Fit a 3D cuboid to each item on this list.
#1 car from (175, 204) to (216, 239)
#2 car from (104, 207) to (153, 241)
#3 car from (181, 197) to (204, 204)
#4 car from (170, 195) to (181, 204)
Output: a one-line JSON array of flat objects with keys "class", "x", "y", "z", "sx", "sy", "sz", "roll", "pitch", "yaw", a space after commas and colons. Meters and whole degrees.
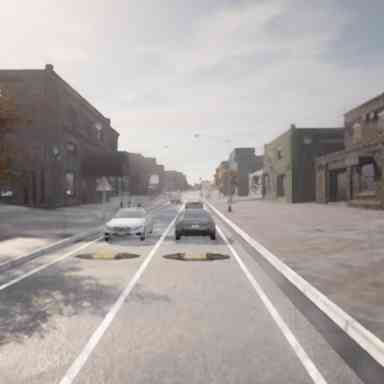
[{"class": "car", "x": 0.167, "y": 1.545, "z": 17.253, "sx": 1.994, "sy": 1.385, "sz": 4.181, "roll": 0, "pitch": 0, "yaw": 0}, {"class": "car", "x": -3.021, "y": 1.509, "z": 16.634, "sx": 1.812, "sy": 1.442, "sz": 4.674, "roll": 0, "pitch": 0, "yaw": 0}, {"class": "car", "x": 0.240, "y": 1.418, "z": 34.944, "sx": 2.128, "sy": 1.511, "sz": 4.902, "roll": 0, "pitch": 0, "yaw": 0}, {"class": "car", "x": -2.810, "y": 1.291, "z": 58.408, "sx": 1.837, "sy": 1.490, "sz": 4.892, "roll": 0, "pitch": 1, "yaw": 1}]
